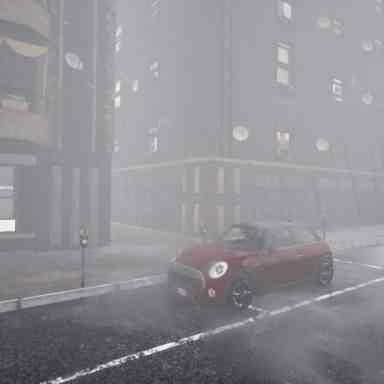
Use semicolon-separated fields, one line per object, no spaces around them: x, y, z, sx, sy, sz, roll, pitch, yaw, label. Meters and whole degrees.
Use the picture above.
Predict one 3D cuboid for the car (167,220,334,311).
1.426;1.442;7.722;4.097;1.590;1.967;0;1;-36;car
